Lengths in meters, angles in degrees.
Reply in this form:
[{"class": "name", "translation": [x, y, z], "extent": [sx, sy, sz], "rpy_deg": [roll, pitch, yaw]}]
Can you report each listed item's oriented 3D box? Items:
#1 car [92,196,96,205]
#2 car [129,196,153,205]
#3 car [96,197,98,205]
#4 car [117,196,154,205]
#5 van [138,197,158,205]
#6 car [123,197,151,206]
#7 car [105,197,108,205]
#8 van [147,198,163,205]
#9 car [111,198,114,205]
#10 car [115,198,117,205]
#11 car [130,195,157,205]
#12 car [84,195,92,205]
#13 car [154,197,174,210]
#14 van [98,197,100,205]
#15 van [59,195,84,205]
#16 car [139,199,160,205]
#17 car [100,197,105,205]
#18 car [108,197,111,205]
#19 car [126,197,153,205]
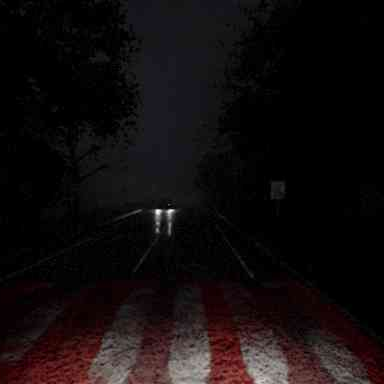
[{"class": "car", "translation": [-23.379, 1.974, 69.183], "extent": [5.366, 1.575, 1.946], "rpy_deg": [0, -2, 0]}, {"class": "car", "translation": [-10.515, 1.840, 68.995], "extent": [4.553, 1.767, 2.185], "rpy_deg": [0, -2, 0]}, {"class": "car", "translation": [-23.563, 2.071, 71.948], "extent": [4.892, 1.521, 2.231], "rpy_deg": [0, -2, 0]}, {"class": "car", "translation": [-10.284, 1.727, 60.677], "extent": [5.366, 1.575, 1.946], "rpy_deg": [0, -2, 0]}, {"class": "van", "translation": [-10.620, 2.113, 80.092], "extent": [4.442, 1.987, 1.878], "rpy_deg": [0, -2, 0]}, {"class": "car", "translation": [-10.480, 1.801, 63.445], "extent": [4.892, 1.521, 2.231], "rpy_deg": [0, -2, 0]}, {"class": "car", "translation": [-23.578, 2.347, 80.129], "extent": [5.008, 1.535, 2.097], "rpy_deg": [0, -2, 0]}, {"class": "van", "translation": [-10.410, 2.584, 93.966], "extent": [4.442, 1.987, 1.878], "rpy_deg": [0, -2, 0]}, {"class": "car", "translation": [-23.587, 2.540, 85.792], "extent": [4.892, 1.521, 2.231], "rpy_deg": [0, -2, 0]}, {"class": "car", "translation": [-23.418, 2.724, 91.331], "extent": [5.366, 1.575, 1.946], "rpy_deg": [0, -2, 0]}, {"class": "car", "translation": [-10.461, 1.805, 71.770], "extent": [5.566, 2.045, 2.435], "rpy_deg": [0, -2, 0]}, {"class": "car", "translation": [-23.587, 1.638, 66.423], "extent": [5.566, 2.045, 2.435], "rpy_deg": [0, -2, 0]}, {"class": "car", "translation": [-3.434, 1.489, 42.695], "extent": [1.837, 1.490, 4.892], "rpy_deg": [0, -1, 0]}, {"class": "van", "translation": [-23.691, 1.938, 74.725], "extent": [4.442, 1.987, 1.878], "rpy_deg": [0, -2, 0]}, {"class": "van", "translation": [-23.672, 1.583, 63.531], "extent": [4.442, 1.987, 1.878], "rpy_deg": [0, -2, 0]}, {"class": "car", "translation": [-10.513, 2.433, 82.860], "extent": [5.008, 1.535, 2.097], "rpy_deg": [0, -2, 0]}, {"class": "car", "translation": [-23.547, 2.132, 77.490], "extent": [4.553, 1.767, 2.185], "rpy_deg": [0, -2, 0]}, {"class": "car", "translation": [-23.583, 2.445, 83.024], "extent": [5.008, 1.535, 2.097], "rpy_deg": [0, -2, 0]}, {"class": "car", "translation": [-10.486, 1.878, 66.216], "extent": [5.008, 1.535, 2.097], "rpy_deg": [0, -2, 0]}]
